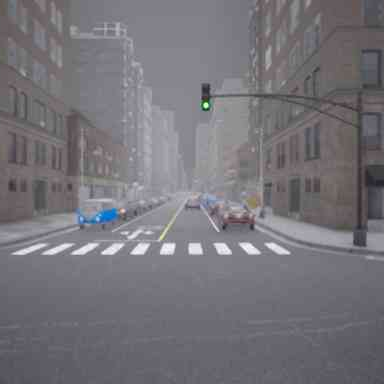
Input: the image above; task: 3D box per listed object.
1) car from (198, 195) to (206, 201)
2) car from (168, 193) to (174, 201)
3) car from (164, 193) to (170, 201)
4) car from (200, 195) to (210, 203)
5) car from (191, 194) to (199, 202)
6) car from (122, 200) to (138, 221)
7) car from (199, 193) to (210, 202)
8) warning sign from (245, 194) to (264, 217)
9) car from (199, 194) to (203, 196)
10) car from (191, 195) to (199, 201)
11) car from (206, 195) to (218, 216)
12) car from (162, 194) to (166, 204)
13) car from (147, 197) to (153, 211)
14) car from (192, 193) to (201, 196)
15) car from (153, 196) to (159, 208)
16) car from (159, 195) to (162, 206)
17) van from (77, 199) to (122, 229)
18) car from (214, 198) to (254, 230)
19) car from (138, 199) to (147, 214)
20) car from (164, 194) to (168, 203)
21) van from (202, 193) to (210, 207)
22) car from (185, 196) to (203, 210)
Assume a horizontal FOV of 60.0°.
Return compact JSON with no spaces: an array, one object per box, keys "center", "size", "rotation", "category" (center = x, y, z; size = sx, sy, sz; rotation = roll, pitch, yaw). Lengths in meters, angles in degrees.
[{"center":[2.556,1.468,83.294],"size":[1.947,1.339,4.313],"rotation":[0,0,0],"category":"car"},{"center":[-5.960,1.232,77.598],"size":[2.192,1.841,5.009],"rotation":[0,0,0],"category":"car"},{"center":[-5.940,1.459,66.092],"size":[1.752,1.417,4.829],"rotation":[0,0,0],"category":"car"},{"center":[2.585,1.366,66.286],"size":[1.967,1.590,4.097],"rotation":[0,0,0],"category":"car"},{"center":[0.686,1.368,77.114],"size":[1.801,1.575,5.366],"rotation":[0,0,0],"category":"car"},{"center":[-5.873,1.419,26.584],"size":[1.967,1.590,4.097],"rotation":[0,0,0],"category":"car"},{"center":[2.575,1.233,71.955],"size":[2.192,1.841,5.009],"rotation":[0,0,0],"category":"car"},{"center":[5.053,1.084,26.930],"size":[1.300,1.860,1.060],"rotation":[0,0,0],"category":"warning sign"},{"center":[2.605,1.492,54.948],"size":[2.008,1.369,4.403],"rotation":[0,0,0],"category":"car"},{"center":[0.674,1.409,82.924],"size":[1.837,1.490,4.892],"rotation":[0,0,0],"category":"car"},{"center":[2.643,1.406,32.270],"size":[1.967,1.590,4.097],"rotation":[0,0,0],"category":"car"},{"center":[-5.921,1.514,54.925],"size":[1.947,1.339,4.313],"rotation":[0,0,0],"category":"car"},{"center":[-5.892,1.550,37.921],"size":[1.802,1.307,4.206],"rotation":[0,0,0],"category":"car"},{"center":[0.036,1.420,55.725],"size":[1.882,1.535,5.008],"rotation":[0,0,0],"category":"car"},{"center":[-5.902,1.528,43.589],"size":[1.947,1.339,4.313],"rotation":[0,0,0],"category":"car"},{"center":[-5.911,1.481,49.087],"size":[1.752,1.417,4.829],"rotation":[0,0,0],"category":"car"},{"center":[-5.863,1.325,20.915],"size":[1.690,1.788,3.998],"rotation":[0,0,0],"category":"van"},{"center":[2.662,1.416,20.932],"size":[1.967,1.590,4.097],"rotation":[0,0,0],"category":"car"},{"center":[-5.882,1.539,32.252],"size":[1.947,1.339,4.313],"rotation":[0,0,0],"category":"car"},{"center":[-5.931,1.486,60.593],"size":[1.887,1.381,4.507],"rotation":[0,0,0],"category":"car"},{"center":[2.623,1.296,43.609],"size":[1.690,1.788,3.998],"rotation":[0,0,0],"category":"van"},{"center":[0.067,1.522,42.738],"size":[1.994,1.385,4.181],"rotation":[0,0,-1],"category":"car"}]
